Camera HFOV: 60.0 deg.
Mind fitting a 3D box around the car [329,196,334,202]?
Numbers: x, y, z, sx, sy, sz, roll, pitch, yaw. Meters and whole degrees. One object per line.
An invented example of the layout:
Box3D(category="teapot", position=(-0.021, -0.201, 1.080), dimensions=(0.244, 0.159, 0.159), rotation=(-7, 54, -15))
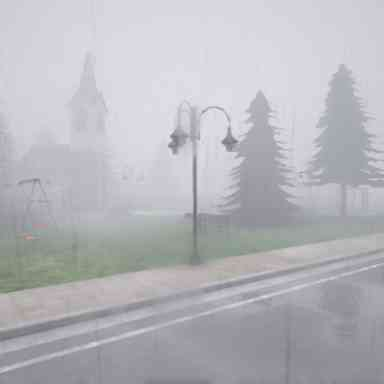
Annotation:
Box3D(category="car", position=(29.336, 1.461, 74.967), dimensions=(2.152, 1.636, 5.027), rotation=(0, 0, -36))

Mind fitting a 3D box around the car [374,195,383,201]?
Box3D(category="car", position=(43.427, 1.376, 75.787), dimensions=(1.845, 1.501, 3.633), rotation=(0, 0, -36))

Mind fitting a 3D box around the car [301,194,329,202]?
Box3D(category="car", position=(26.838, 1.476, 73.069), dimensions=(2.007, 1.523, 4.514), rotation=(0, 0, -36))
